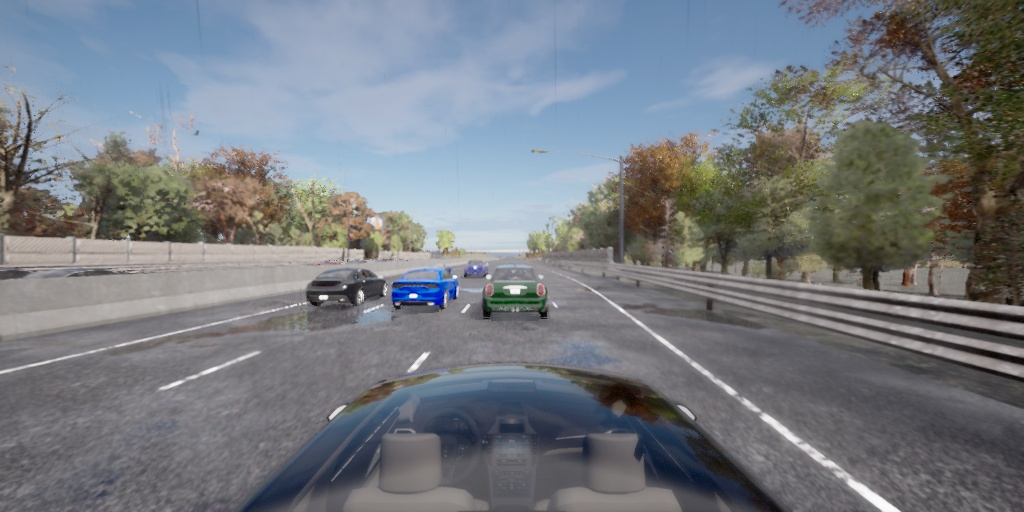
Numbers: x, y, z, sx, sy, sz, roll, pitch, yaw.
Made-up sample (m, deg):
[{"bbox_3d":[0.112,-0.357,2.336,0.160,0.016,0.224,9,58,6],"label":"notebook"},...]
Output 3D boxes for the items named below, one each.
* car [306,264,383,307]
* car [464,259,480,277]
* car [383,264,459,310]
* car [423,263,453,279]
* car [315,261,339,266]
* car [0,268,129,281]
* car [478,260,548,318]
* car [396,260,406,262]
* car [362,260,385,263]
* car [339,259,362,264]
[{"bbox_3d":[-6.900,1.256,15.544,1.837,1.490,4.892,0,0,0],"label":"car"},{"bbox_3d":[-3.399,1.115,35.266,2.097,1.767,4.553,0,0,0],"label":"car"},{"bbox_3d":[-3.399,1.228,14.823,1.882,1.535,5.008,0,0,0],"label":"car"},{"bbox_3d":[-6.898,1.363,34.027,1.895,1.301,4.718,0,0,0],"label":"car"},{"bbox_3d":[-28.044,1.388,54.831,1.895,1.301,4.718,0,0,1],"label":"car"},{"bbox_3d":[-17.600,1.255,14.175,1.837,1.490,4.892,0,0,0],"label":"car"},{"bbox_3d":[0.099,1.102,13.093,2.097,1.767,4.553,0,0,0],"label":"car"},{"bbox_3d":[-17.544,1.337,56.428,2.033,1.411,5.357,0,0,1],"label":"car"},{"bbox_3d":[-21.039,1.337,56.351,2.033,1.411,5.357,0,0,1],"label":"car"},{"bbox_3d":[-24.539,1.280,56.414,2.128,1.511,4.902,0,0,1],"label":"car"}]
